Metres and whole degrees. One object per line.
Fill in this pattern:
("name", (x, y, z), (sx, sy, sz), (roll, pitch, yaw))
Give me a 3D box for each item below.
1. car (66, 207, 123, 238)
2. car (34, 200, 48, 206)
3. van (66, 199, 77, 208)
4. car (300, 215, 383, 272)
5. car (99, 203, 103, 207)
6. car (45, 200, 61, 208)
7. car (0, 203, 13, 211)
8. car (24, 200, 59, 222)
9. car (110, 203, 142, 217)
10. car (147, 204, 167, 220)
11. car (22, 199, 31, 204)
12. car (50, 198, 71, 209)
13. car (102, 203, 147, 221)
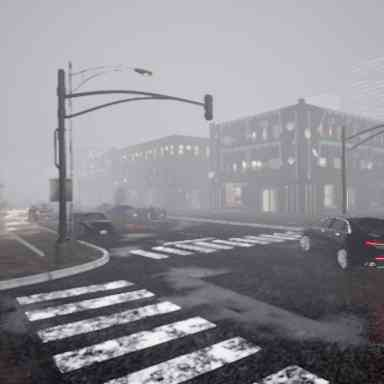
("car", (-6.045, 1.819, 19.769), (1.947, 1.339, 4.313), (-1, 0, -35))
("car", (-32.833, 2.373, 72.088), (1.947, 1.339, 4.313), (-1, 0, -35))
("van", (-20.003, 1.915, 54.047), (1.690, 1.788, 3.998), (-1, 0, -35))
("car", (5.131, 1.506, 10.808), (1.837, 1.490, 4.892), (2, 0, -2))
("car", (-10.371, 1.973, 40.516), (1.802, 1.307, 4.206), (-1, 0, -35))
("car", (-26.415, 2.236, 63.067), (1.887, 1.381, 4.507), (-1, 0, -35))
("car", (-29.936, 2.238, 53.559), (1.752, 1.417, 4.829), (-1, 0, -35))
("car", (-13.993, 1.851, 31.146), (1.967, 1.590, 4.097), (-1, 0, -35))
("car", (-7.163, 1.911, 36.007), (1.802, 1.307, 4.206), (-1, 0, -35))
("car", (-3.955, 1.817, 31.496), (2.008, 1.369, 4.403), (-2, 0, -35))
("car", (-42.461, 2.418, 85.618), (1.967, 1.590, 4.097), (-1, 0, -35))
("car", (-23.212, 1.948, 58.557), (2.192, 1.841, 5.009), (-1, 0, -35))
("car", (-6.167, 1.819, 30.172), (1.812, 1.442, 4.674), (-1, 0, -35))
